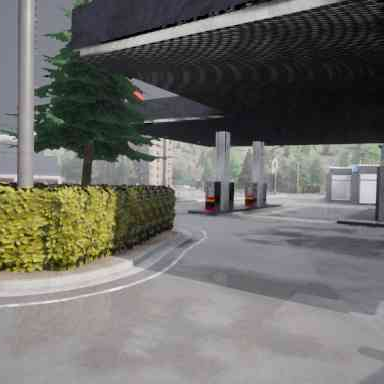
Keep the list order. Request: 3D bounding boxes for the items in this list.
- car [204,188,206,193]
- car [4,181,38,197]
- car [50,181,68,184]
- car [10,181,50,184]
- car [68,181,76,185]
[{"bbox_3d":[4.818,-0.317,65.614,5.027,1.636,2.152,2,2,35],"label":"car"},{"bbox_3d":[-21.810,-0.466,42.415,4.605,1.855,1.932,2,2,35],"label":"car"},{"bbox_3d":[-26.845,-1.259,65.439,3.866,1.878,1.905,2,2,35],"label":"car"},{"bbox_3d":[-17.271,-0.180,35.203,3.866,1.878,1.905,2,2,35],"label":"car"},{"bbox_3d":[-25.510,-1.285,68.052,4.605,1.855,1.932,2,2,35],"label":"car"}]
